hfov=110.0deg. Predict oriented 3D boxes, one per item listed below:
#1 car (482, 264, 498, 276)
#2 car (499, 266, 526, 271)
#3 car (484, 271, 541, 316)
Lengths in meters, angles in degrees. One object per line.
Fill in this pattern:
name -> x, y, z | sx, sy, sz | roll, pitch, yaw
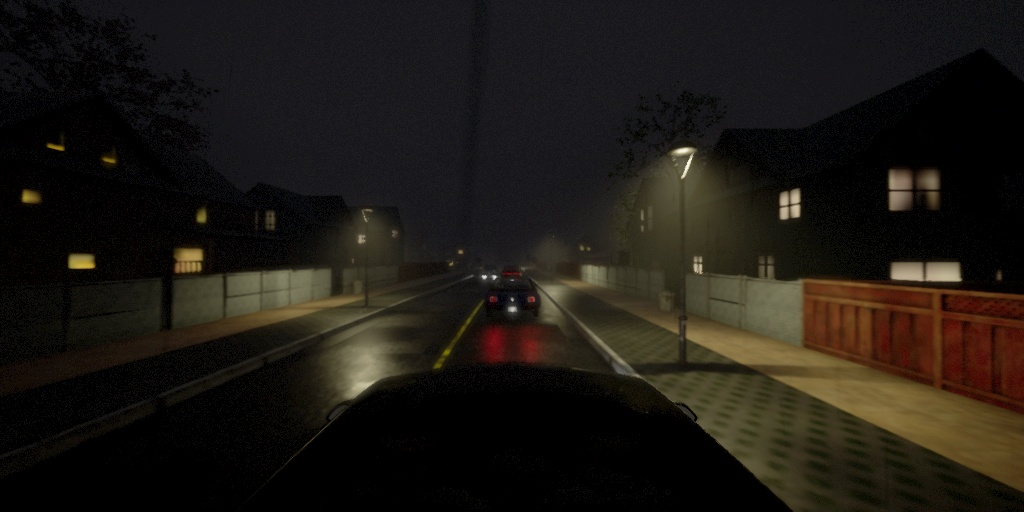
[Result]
car -> -2.787, 1.759, 46.309 | 2.033, 1.411, 5.357 | 0, -1, 0
car -> 0.038, 1.516, 29.382 | 1.837, 1.490, 4.892 | 0, 0, 0
car -> 0.035, 1.439, 13.740 | 1.895, 1.301, 4.718 | 0, 0, 0
